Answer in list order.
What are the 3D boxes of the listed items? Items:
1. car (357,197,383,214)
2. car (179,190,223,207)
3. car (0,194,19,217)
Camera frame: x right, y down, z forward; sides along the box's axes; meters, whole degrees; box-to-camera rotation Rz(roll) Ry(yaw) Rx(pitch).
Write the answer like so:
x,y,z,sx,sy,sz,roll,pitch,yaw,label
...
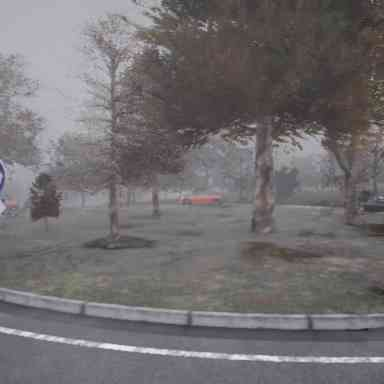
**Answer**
x,y,z,sx,sy,sz,roll,pitch,yaw,label
15.721,1.139,27.282,2.128,1.511,4.902,0,1,-31,car
0.902,0.621,34.786,4.553,1.767,2.097,0,1,0,car
-14.046,0.909,22.346,2.097,1.767,4.553,1,1,18,car
